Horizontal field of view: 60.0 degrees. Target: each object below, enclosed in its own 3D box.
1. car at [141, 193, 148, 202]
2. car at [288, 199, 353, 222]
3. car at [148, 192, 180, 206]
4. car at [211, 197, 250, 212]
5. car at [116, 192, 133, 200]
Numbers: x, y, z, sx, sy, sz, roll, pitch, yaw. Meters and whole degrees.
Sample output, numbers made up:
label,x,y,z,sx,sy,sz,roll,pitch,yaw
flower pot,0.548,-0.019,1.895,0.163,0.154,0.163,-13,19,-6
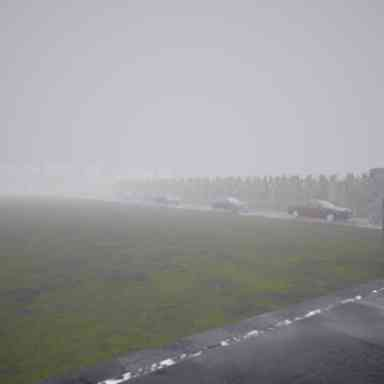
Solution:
label,x,y,z,sx,sy,sz,roll,pitch,yaw
car,-6.462,0.862,53.198,2.128,1.511,4.902,1,0,-35
car,9.730,1.363,25.578,1.882,1.535,5.008,1,0,-34
car,-3.448,0.838,44.046,2.097,1.767,4.553,1,0,-36
car,3.796,1.230,33.925,1.812,1.442,4.674,1,0,-36
car,-12.487,0.756,61.510,1.994,1.385,4.181,1,0,-36
